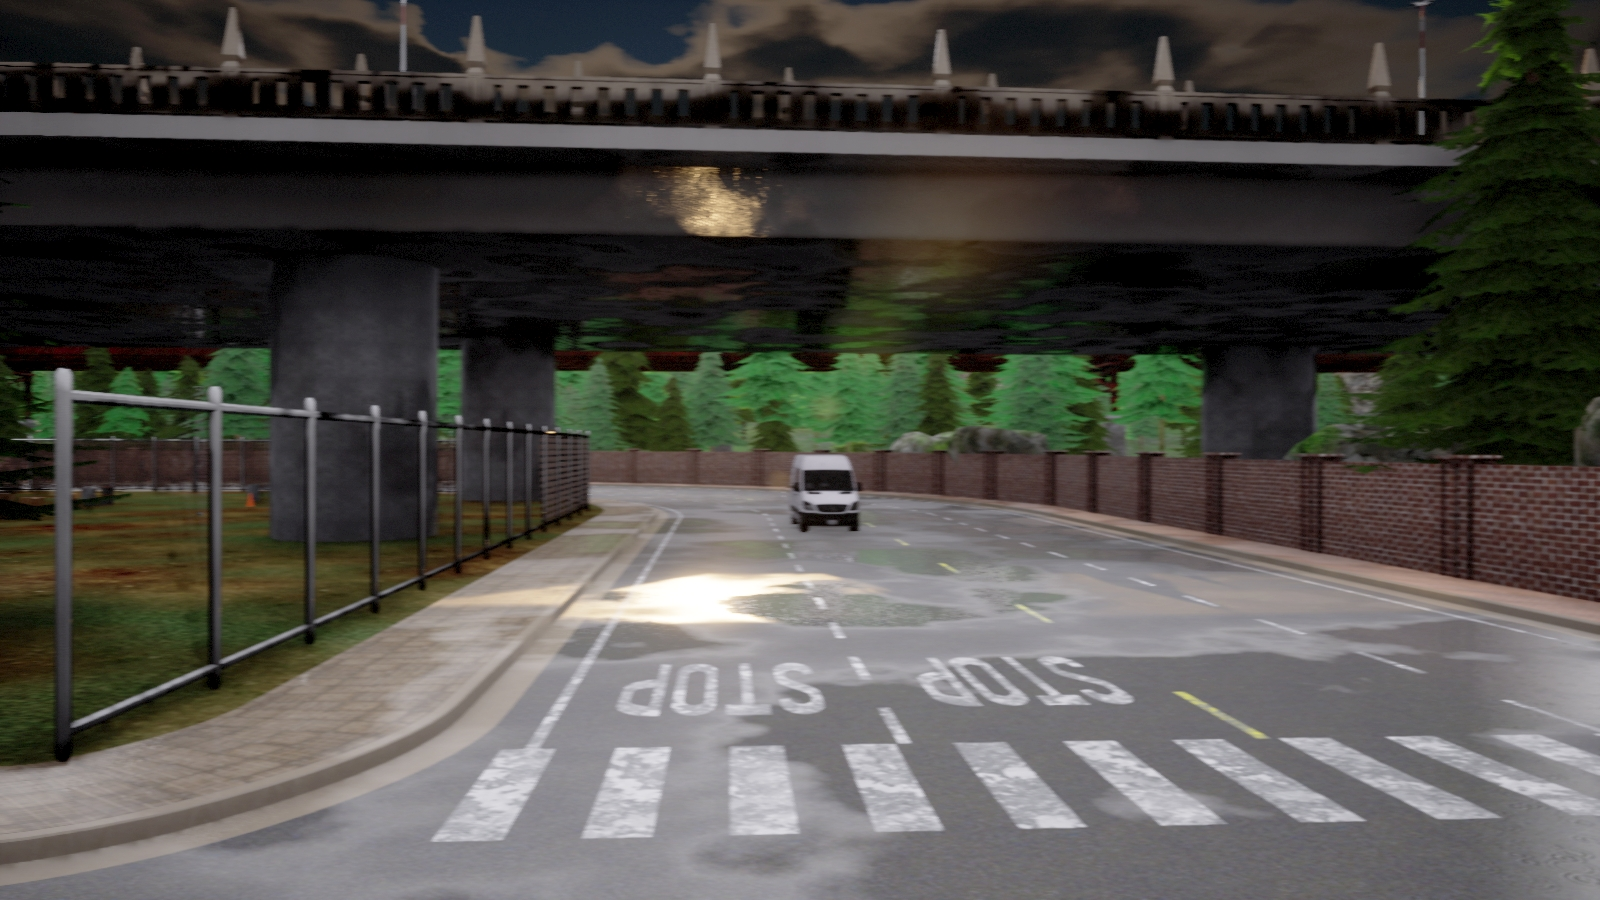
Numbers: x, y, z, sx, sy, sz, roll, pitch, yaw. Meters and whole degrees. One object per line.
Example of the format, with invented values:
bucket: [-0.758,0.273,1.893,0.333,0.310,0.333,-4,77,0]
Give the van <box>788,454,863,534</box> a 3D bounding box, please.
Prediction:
van: [0.792,1.429,39.765,1.988,2.561,5.915,0,0,-5]
